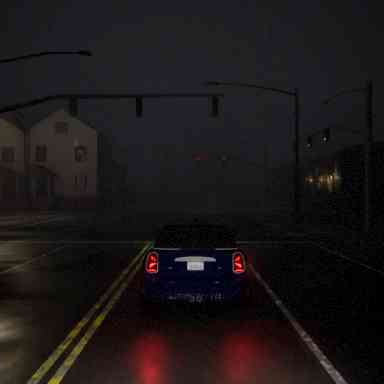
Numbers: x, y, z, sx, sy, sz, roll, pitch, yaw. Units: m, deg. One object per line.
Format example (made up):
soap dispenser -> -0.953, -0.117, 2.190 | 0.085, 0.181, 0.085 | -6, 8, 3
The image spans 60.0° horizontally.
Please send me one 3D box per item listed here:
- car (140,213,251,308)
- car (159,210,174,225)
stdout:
car -> 0.081, 1.352, 8.112 | 2.097, 1.767, 4.553 | 0, 0, 0
car -> -3.543, 3.673, 46.730 | 1.812, 1.442, 4.674 | -1, -13, -1
